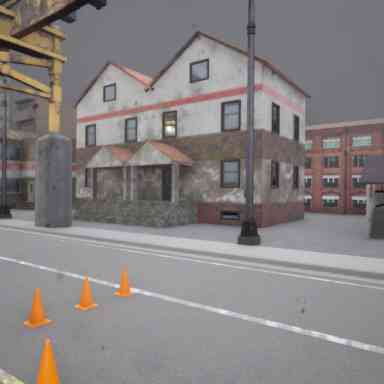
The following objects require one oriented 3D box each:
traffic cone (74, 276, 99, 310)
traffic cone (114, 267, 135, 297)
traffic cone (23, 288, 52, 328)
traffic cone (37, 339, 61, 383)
[{"bbox_3d":[-2.068,1.949,6.513,0.340,0.580,0.340,0,0,36],"label":"traffic cone"},{"bbox_3d":[-1.483,1.949,7.324,0.340,0.580,0.340,0,0,36],"label":"traffic cone"},{"bbox_3d":[-2.652,1.949,5.701,0.340,0.580,0.340,0,0,36],"label":"traffic cone"},{"bbox_3d":[-1.614,1.952,3.721,0.340,0.580,0.340,0,0,36],"label":"traffic cone"}]
